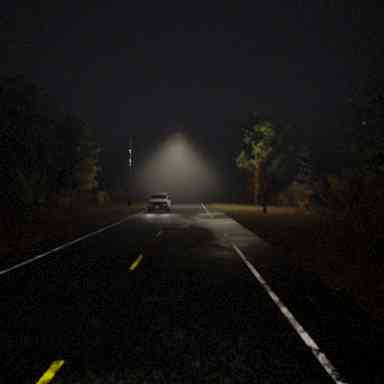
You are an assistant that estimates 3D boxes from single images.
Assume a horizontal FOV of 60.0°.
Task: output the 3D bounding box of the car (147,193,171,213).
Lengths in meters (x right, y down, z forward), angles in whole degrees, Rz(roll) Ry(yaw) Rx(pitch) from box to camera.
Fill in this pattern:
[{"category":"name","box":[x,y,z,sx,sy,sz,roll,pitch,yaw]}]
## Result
[{"category":"car","box":[-3.504,1.147,36.343,2.150,2.045,5.566,0,0,0]}]
